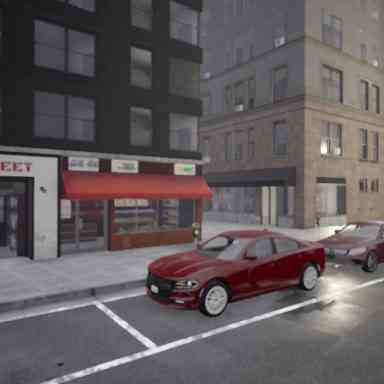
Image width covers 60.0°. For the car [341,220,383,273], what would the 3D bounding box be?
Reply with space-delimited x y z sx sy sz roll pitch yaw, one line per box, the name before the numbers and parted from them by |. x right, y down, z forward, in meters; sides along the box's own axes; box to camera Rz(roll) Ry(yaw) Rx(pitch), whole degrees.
car | 5.665 1.593 10.669 4.206 1.307 1.802 0 0 -35

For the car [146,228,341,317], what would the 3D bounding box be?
car | 1.141 1.552 7.452 4.507 1.381 1.887 0 0 -35
